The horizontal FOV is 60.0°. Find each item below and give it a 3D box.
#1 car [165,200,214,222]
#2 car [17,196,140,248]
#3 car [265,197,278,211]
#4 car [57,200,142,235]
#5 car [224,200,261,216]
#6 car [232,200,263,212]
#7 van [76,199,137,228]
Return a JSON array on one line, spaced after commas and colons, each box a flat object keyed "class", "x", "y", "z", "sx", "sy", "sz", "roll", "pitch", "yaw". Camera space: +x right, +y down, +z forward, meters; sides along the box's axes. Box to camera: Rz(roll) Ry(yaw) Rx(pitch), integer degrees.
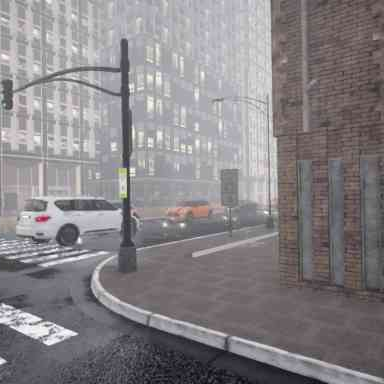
[{"class": "car", "x": -0.150, "y": 1.433, "z": 27.066, "sx": 2.097, "sy": 1.767, "sz": 4.553, "roll": -1, "pitch": -1, "yaw": 36}, {"class": "car", "x": -4.870, "y": 1.213, "z": 15.051, "sx": 2.150, "sy": 2.045, "sz": 5.566, "roll": -1, "pitch": -1, "yaw": 36}, {"class": "car", "x": 11.074, "y": 1.471, "z": 42.538, "sx": 2.097, "sy": 1.767, "sz": 4.553, "roll": -1, "pitch": -1, "yaw": 36}, {"class": "car", "x": -5.358, "y": 1.416, "z": 19.912, "sx": 2.097, "sy": 1.767, "sz": 4.553, "roll": -1, "pitch": -1, "yaw": 37}, {"class": "car", "x": 5.130, "y": 1.590, "z": 34.359, "sx": 2.128, "sy": 1.511, "sz": 4.902, "roll": -1, "pitch": -1, "yaw": 36}, {"class": "car", "x": 6.992, "y": 1.689, "z": 41.368, "sx": 1.752, "sy": 1.417, "sz": 4.829, "roll": -2, "pitch": -1, "yaw": 36}, {"class": "van", "x": -5.917, "y": 1.460, "z": 23.512, "sx": 1.690, "sy": 1.788, "sz": 3.998, "roll": -2, "pitch": -1, "yaw": 36}]
